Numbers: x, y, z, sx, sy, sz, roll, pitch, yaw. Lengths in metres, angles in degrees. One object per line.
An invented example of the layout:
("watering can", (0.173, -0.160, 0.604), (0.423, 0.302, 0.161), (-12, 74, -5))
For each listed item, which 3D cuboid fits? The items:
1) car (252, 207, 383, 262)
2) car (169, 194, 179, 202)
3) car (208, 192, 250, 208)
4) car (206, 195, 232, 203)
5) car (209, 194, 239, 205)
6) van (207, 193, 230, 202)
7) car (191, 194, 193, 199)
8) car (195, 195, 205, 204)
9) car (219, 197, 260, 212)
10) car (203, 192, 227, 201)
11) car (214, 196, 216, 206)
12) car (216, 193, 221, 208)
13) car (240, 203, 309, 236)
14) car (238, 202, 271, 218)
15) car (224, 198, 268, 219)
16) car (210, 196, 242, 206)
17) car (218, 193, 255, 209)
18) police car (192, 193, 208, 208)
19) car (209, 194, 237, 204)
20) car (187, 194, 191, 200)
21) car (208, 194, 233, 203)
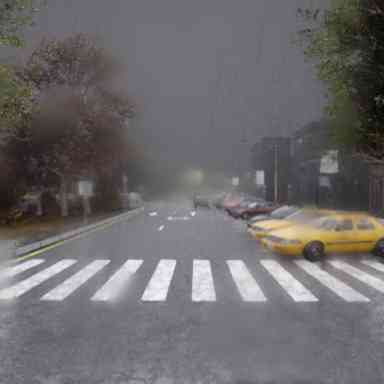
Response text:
("car", (5.144, 1.481, 12.016), (5.366, 1.575, 1.946), (1, 0, -20))
("car", (-3.782, 1.248, 70.996), (2.097, 1.767, 4.553), (0, 0, 0))
("car", (5.446, 1.145, 42.069), (5.566, 2.045, 2.435), (1, 0, -20))
("car", (5.626, 1.379, 69.121), (5.008, 1.535, 2.097), (1, 0, -20))
("car", (5.530, 1.253, 57.100), (4.553, 1.767, 2.185), (1, 0, -20))
("van", (5.759, 1.156, 72.166), (4.442, 1.987, 1.878), (1, 0, -20))
("car", (1.389, 1.120, 55.849), (2.150, 2.045, 5.566), (0, 0, 0))
("car", (1.424, 1.371, 61.819), (1.882, 1.535, 5.008), (0, 0, 0))
("car", (5.353, 1.454, 30.074), (4.792, 1.488, 2.163), (1, 0, -20))
("car", (5.709, 1.133, 84.158), (5.566, 2.045, 2.435), (1, 0, -20))
("car", (5.432, 1.442, 39.092), (4.674, 1.452, 2.002), (1, 0, -20))
("car", (5.449, 1.284, 36.095), (4.553, 1.767, 2.185), (1, 0, -20))
("car", (5.149, 1.470, 15.018), (5.366, 1.575, 1.946), (1, 0, -20))
("car", (5.338, 1.466, 18.082), (4.892, 1.521, 2.231), (1, 0, -20))
("car", (5.367, 1.474, 27.082), (4.674, 1.452, 2.002), (1, 1, -20))
("car", (5.515, 1.410, 54.086), (4.792, 1.488, 2.163), (1, 0, -20))
("car", (5.431, 1.291, 33.093), (4.553, 1.767, 2.185), (1, 0, -20))
("police car", (1.327, 1.330, 45.928), (1.930, 1.638, 5.238), (0, 0, 0))
("car", (5.549, 1.252, 60.101), (4.553, 1.767, 2.185), (1, 0, -20))
("car", (0.305, 1.262, 82.304), (1.812, 1.442, 4.674), (0, 0, 0))
("car", (5.651, 1.254, 66.118), (4.553, 1.767, 2.185), (1, 0, -20))
